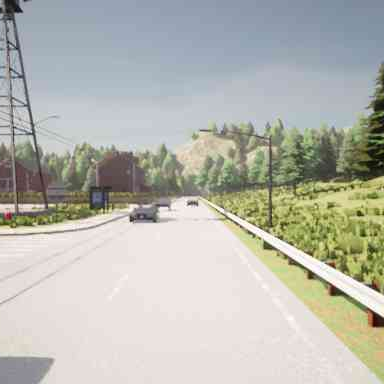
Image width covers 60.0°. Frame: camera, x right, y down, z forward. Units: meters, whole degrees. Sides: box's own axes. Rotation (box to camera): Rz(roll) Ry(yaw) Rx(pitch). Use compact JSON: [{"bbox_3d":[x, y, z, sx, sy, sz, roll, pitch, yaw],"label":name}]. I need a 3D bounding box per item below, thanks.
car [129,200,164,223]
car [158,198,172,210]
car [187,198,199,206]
[{"bbox_3d":[-3.579,1.608,25.810,1.994,1.385,4.181,0,0,1],"label":"car"},{"bbox_3d":[-3.476,1.417,41.548,2.033,1.411,5.357,0,0,0],"label":"car"},{"bbox_3d":[0.132,1.697,56.028,1.895,1.301,4.718,0,0,0],"label":"car"}]
